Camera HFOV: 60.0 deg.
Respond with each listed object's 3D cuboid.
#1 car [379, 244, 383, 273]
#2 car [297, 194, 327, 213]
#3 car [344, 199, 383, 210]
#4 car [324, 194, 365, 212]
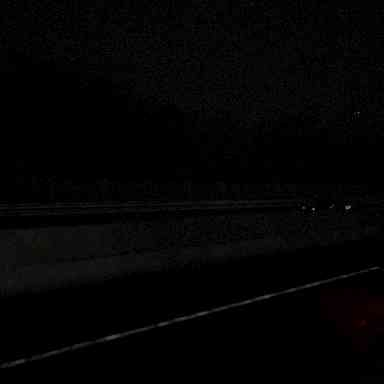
[{"bbox_3d":[6.633,1.496,8.397,4.902,1.511,2.128,0,0,-35],"label":"car"},{"bbox_3d":[13.366,1.224,34.483,5.566,2.045,2.150,0,0,-34],"label":"car"},{"bbox_3d":[15.130,1.554,27.233,5.357,1.411,2.033,0,0,-34],"label":"car"},{"bbox_3d":[15.032,1.357,31.374,4.553,1.767,2.097,0,0,-34],"label":"car"}]
